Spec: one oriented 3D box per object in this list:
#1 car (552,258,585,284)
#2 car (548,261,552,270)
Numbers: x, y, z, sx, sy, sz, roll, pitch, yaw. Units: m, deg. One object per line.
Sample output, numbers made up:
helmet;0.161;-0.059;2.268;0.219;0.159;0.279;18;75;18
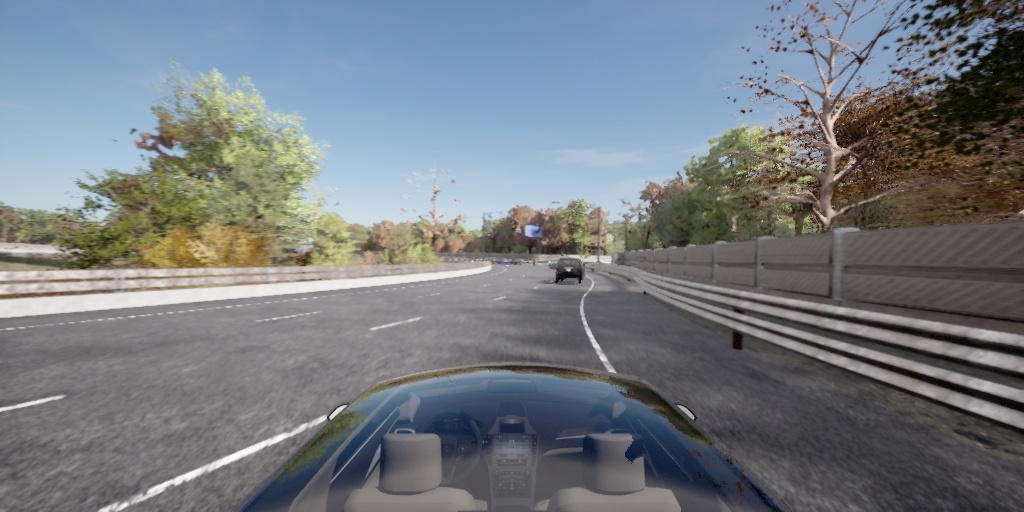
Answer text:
car;4.947;1.195;30.375;2.150;2.045;5.566;1;0;13
car;7.533;1.482;61.654;2.097;1.767;4.553;1;0;-4
